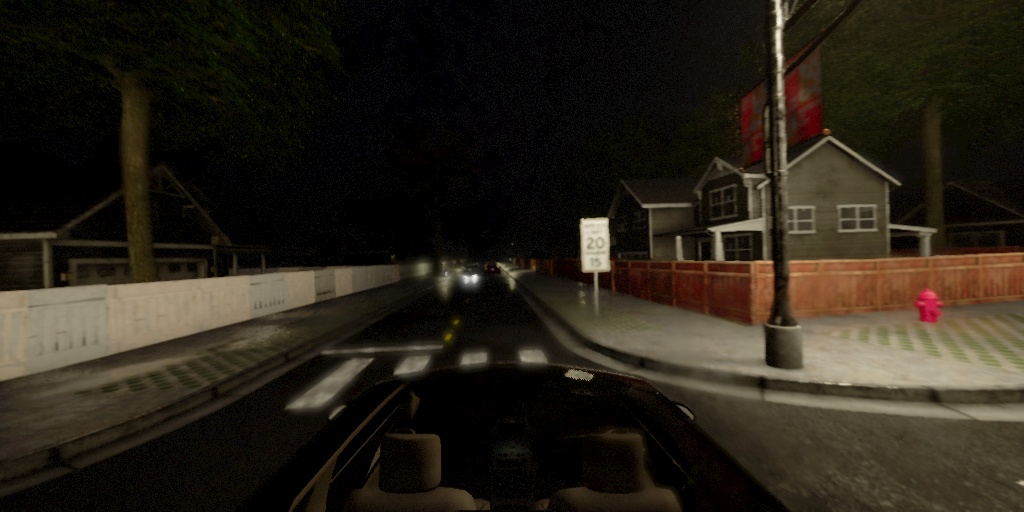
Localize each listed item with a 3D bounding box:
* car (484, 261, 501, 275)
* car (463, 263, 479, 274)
[{"bbox_3d":[-2.461,1.608,44.889,1.994,1.385,4.181,-2,0,-3],"label":"car"},{"bbox_3d":[-5.434,1.645,48.473,2.128,1.511,4.902,-2,0,-3],"label":"car"}]
